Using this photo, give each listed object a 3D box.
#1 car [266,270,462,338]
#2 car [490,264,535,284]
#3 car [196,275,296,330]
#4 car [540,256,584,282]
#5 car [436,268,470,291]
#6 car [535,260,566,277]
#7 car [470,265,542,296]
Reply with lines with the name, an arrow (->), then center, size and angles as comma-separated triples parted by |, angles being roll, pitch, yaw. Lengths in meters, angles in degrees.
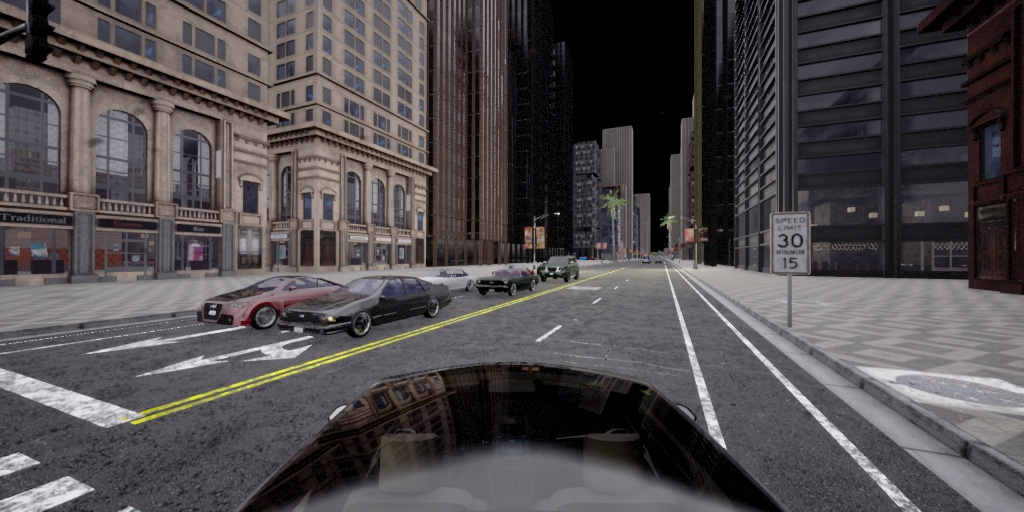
car -> -3.853, 1.300, 10.652 | 2.033, 1.411, 5.357 | 0, 0, 23
car -> 0.140, 1.367, 28.536 | 1.895, 1.301, 4.718 | 0, 0, 23
car -> -7.112, 1.316, 11.274 | 1.994, 1.385, 4.181 | 0, 0, 23
car -> 4.012, 0.991, 29.351 | 2.150, 2.045, 5.566 | 0, 0, 23
car -> -3.722, 1.358, 19.353 | 1.895, 1.301, 4.718 | 0, 0, 23
car -> 4.130, 1.256, 37.929 | 1.882, 1.535, 5.008 | 0, 0, 23
car -> -0.137, 1.360, 19.492 | 1.895, 1.301, 4.718 | 0, 0, 23
